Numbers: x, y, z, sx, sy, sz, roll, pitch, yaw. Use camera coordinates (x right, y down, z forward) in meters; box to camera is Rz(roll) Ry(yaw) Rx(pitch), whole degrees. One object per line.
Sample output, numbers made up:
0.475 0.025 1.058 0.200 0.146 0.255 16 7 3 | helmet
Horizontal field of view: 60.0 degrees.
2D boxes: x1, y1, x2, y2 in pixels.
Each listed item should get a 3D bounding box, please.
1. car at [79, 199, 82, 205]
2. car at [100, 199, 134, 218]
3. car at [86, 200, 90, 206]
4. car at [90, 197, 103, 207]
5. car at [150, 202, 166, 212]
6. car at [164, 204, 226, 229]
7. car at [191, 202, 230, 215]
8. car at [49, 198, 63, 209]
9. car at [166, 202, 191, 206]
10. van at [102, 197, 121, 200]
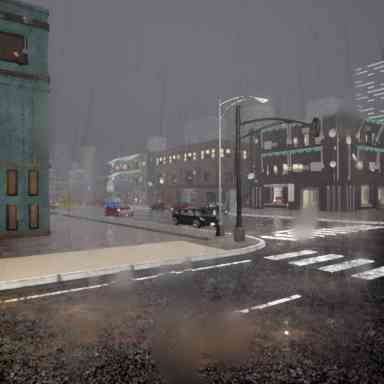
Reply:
-26.556 2.363 76.506 1.947 1.339 4.313 -1 0 -35 | car
-7.804 1.846 35.524 1.967 1.590 4.097 -1 0 -35 | car
-20.158 2.227 67.472 1.887 1.381 4.507 -1 0 -35 | car
-16.965 1.939 62.954 2.192 1.841 5.009 -1 0 -35 | car
-4.161 1.966 44.887 1.802 1.307 4.206 -1 0 -35 | car
0.120 1.814 24.130 1.947 1.339 4.313 -1 0 -35 | car
2.235 1.809 35.853 2.008 1.369 4.403 -2 0 -35 | car
-23.699 2.232 57.971 1.752 1.417 4.829 -1 0 -35 | car
-0.963 1.903 40.370 1.802 1.307 4.206 -2 0 -35 | car
-13.765 1.906 58.438 1.690 1.788 3.998 -1 0 -35 | van
